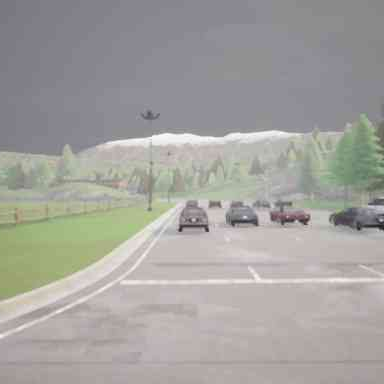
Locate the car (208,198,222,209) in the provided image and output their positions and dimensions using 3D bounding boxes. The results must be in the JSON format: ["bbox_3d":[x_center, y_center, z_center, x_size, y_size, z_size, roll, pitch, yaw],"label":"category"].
[{"bbox_3d":[3.512,1.716,51.236,1.882,1.535,5.008,0,0,0],"label":"car"}]

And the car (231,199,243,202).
[{"bbox_3d":[7.011,1.766,51.592,1.812,1.442,4.674,0,0,0],"label":"car"}]

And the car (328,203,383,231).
[{"bbox_3d":[10.601,1.646,21.168,2.033,1.411,5.357,0,0,0],"label":"car"}]

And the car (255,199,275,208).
[{"bbox_3d":[10.505,1.782,50.419,2.033,1.411,5.357,0,0,0],"label":"car"}]

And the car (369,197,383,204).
[{"bbox_3d":[14.101,1.333,23.579,2.150,2.045,5.566,0,0,0],"label":"car"}]

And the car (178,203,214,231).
[{"bbox_3d":[0.101,1.647,21.202,2.033,1.411,5.357,0,0,0],"label":"car"}]

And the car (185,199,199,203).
[{"bbox_3d":[0.005,1.728,50.582,2.128,1.511,4.902,0,0,0],"label":"car"}]

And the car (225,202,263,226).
[{"bbox_3d":[3.601,1.679,24.572,1.994,1.385,4.181,0,0,0],"label":"car"}]

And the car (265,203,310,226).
[{"bbox_3d":[7.102,1.717,24.780,1.895,1.301,4.718,0,0,0],"label":"car"}]

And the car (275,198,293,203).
[{"bbox_3d":[14.008,1.716,51.168,1.882,1.535,5.008,0,0,0],"label":"car"}]
